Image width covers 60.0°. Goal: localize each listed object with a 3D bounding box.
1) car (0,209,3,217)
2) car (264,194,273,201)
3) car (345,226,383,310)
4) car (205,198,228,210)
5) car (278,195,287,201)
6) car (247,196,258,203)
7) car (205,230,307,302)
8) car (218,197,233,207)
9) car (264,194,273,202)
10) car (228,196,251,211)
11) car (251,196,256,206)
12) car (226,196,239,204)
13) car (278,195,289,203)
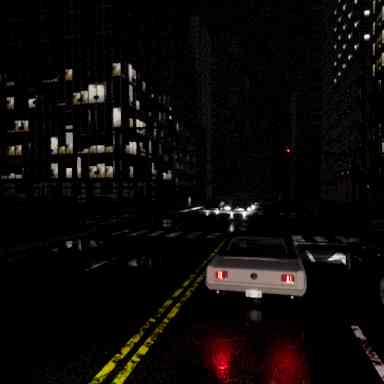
[{"bbox_3d":[-17.366,1.433,26.629,4.313,1.339,1.947,1,1,14],"label":"car"},{"bbox_3d":[18.588,1.279,80.533,2.128,1.511,4.902,0,0,13],"label":"car"},{"bbox_3d":[4.819,1.500,7.429,1.837,1.490,4.892,0,0,13],"label":"car"},{"bbox_3d":[3.062,1.520,43.159,2.033,1.411,5.357,0,0,13],"label":"car"},{"bbox_3d":[21.759,1.348,79.821,1.895,1.301,4.718,0,0,13],"label":"car"},{"bbox_3d":[12.722,1.480,69.732,2.033,1.411,5.357,0,0,13],"label":"car"},{"bbox_3d":[1.688,1.597,8.327,1.895,1.301,4.718,0,0,14],"label":"car"},{"bbox_3d":[5.377,1.563,53.029,1.895,1.301,4.718,0,0,13],"label":"car"},{"bbox_3d":[16.317,1.524,70.825,1.895,1.301,4.718,0,0,13],"label":"car"},{"bbox_3d":[5.834,1.500,40.721,1.812,1.442,4.674,0,0,13],"label":"car"},{"bbox_3d":[7.941,1.456,49.725,2.128,1.511,4.902,0,0,13],"label":"car"},{"bbox_3d":[7.795,1.455,63.162,1.837,1.490,4.892,0,0,14],"label":"car"},{"bbox_3d":[19.379,1.468,69.648,2.033,1.411,5.357,0,0,13],"label":"car"}]
